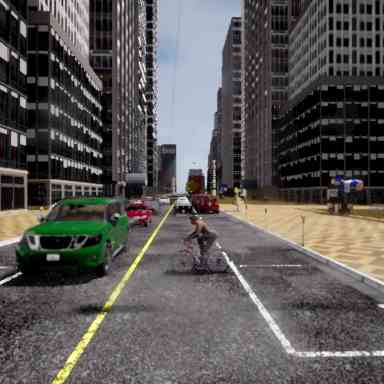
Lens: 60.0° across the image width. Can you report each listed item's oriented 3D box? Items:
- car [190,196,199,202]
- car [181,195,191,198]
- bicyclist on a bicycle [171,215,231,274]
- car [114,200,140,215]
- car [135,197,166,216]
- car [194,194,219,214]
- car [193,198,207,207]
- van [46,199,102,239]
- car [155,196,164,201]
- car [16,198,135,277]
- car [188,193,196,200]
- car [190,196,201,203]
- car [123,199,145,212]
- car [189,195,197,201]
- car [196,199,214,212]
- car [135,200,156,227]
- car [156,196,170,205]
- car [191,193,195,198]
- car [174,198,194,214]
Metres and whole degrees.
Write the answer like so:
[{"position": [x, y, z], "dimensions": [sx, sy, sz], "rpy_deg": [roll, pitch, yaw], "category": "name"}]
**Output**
[{"position": [0.495, 1.520, 73.699], "dimensions": [1.752, 1.417, 4.829], "rpy_deg": [0, 0, -2], "category": "car"}, {"position": [-1.338, 1.525, 48.582], "dimensions": [1.812, 1.442, 4.674], "rpy_deg": [0, 0, -2], "category": "car"}, {"position": [0.228, 1.453, 9.143], "dimensions": [1.656, 1.620, 0.582], "rpy_deg": [-2, 0, -2], "category": "bicyclist on a bicycle"}, {"position": [-6.699, 1.566, 34.517], "dimensions": [1.947, 1.339, 4.313], "rpy_deg": [0, 0, -2], "category": "car"}, {"position": [-4.006, 1.547, 32.677], "dimensions": [2.033, 1.411, 5.357], "rpy_deg": [0, 0, -1], "category": "car"}, {"position": [1.678, 1.315, 34.772], "dimensions": [2.192, 1.841, 5.009], "rpy_deg": [0, 0, -2], "category": "car"}, {"position": [1.173, 1.564, 51.383], "dimensions": [1.947, 1.339, 4.313], "rpy_deg": [0, 0, -2], "category": "car"}, {"position": [-6.193, 1.342, 17.907], "dimensions": [1.690, 1.788, 3.998], "rpy_deg": [0, 0, -2], "category": "van"}, {"position": [-8.213, 1.575, 84.348], "dimensions": [1.802, 1.307, 4.206], "rpy_deg": [0, 0, -2], "category": "car"}, {"position": [-3.386, 1.225, 10.674], "dimensions": [2.150, 2.045, 5.566], "rpy_deg": [0, 0, -2], "category": "car"}, {"position": [-0.004, 1.307, 90.139], "dimensions": [2.192, 1.841, 5.009], "rpy_deg": [0, 0, -2], "category": "car"}, {"position": [0.668, 1.547, 67.993], "dimensions": [2.008, 1.369, 4.403], "rpy_deg": [0, 0, -2], "category": "car"}, {"position": [-6.867, 1.551, 40.053], "dimensions": [2.008, 1.369, 4.403], "rpy_deg": [0, 0, -2], "category": "car"}, {"position": [0.163, 1.559, 84.603], "dimensions": [1.947, 1.339, 4.313], "rpy_deg": [0, 0, -2], "category": "car"}, {"position": [1.509, 1.544, 40.308], "dimensions": [1.887, 1.381, 4.507], "rpy_deg": [0, 0, -2], "category": "car"}, {"position": [-3.746, 1.526, 22.791], "dimensions": [1.812, 1.442, 4.674], "rpy_deg": [0, 0, -2], "category": "car"}, {"position": [-4.798, 1.523, 57.615], "dimensions": [1.812, 1.442, 4.674], "rpy_deg": [0, 0, -2], "category": "car"}, {"position": [1.342, 1.314, 45.846], "dimensions": [2.192, 1.841, 5.009], "rpy_deg": [0, 0, -2], "category": "car"}, {"position": [-0.941, 1.601, 35.553], "dimensions": [1.895, 1.301, 4.718], "rpy_deg": [0, 0, -2], "category": "car"}]
